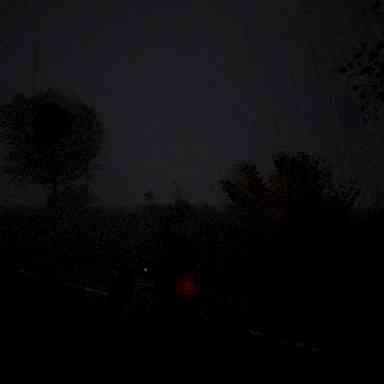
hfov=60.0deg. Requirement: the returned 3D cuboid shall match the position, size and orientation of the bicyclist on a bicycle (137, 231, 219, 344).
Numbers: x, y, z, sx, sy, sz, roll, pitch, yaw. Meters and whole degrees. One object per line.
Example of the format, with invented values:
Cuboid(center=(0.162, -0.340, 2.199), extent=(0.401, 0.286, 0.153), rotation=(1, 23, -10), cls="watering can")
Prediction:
Cuboid(center=(-0.277, 1.461, 5.254), extent=(1.656, 1.620, 0.582), rotation=(-1, 0, 35), cls="bicyclist on a bicycle")
